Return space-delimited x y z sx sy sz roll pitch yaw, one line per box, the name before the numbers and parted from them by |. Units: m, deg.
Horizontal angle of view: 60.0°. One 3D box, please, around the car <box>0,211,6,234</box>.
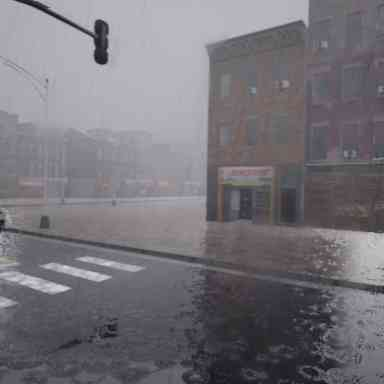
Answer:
car | -10.300 1.132 14.893 4.902 1.511 2.128 1 1 33
